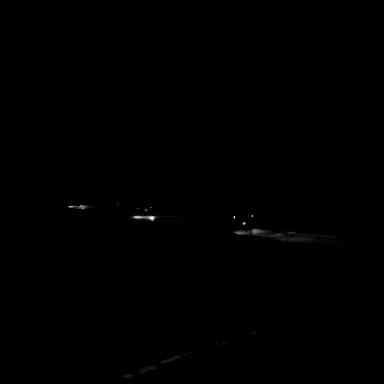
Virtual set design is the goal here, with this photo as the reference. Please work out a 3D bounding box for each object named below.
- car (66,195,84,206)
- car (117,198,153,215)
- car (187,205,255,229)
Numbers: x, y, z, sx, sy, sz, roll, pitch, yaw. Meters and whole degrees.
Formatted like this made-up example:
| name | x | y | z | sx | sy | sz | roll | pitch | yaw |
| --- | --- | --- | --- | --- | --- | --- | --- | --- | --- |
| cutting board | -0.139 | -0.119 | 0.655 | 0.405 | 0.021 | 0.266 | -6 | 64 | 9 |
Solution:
| name | x | y | z | sx | sy | sz | roll | pitch | yaw |
| --- | --- | --- | --- | --- | --- | --- | --- | --- | --- |
| car | -16.987 | 1.189 | 47.583 | 1.812 | 1.442 | 4.674 | 0 | 0 | -35 |
| car | -5.426 | 1.310 | 31.110 | 1.837 | 1.490 | 4.892 | 0 | 1 | -35 |
| car | 1.728 | 1.491 | 21.029 | 1.895 | 1.301 | 4.718 | 0 | 0 | -36 |
